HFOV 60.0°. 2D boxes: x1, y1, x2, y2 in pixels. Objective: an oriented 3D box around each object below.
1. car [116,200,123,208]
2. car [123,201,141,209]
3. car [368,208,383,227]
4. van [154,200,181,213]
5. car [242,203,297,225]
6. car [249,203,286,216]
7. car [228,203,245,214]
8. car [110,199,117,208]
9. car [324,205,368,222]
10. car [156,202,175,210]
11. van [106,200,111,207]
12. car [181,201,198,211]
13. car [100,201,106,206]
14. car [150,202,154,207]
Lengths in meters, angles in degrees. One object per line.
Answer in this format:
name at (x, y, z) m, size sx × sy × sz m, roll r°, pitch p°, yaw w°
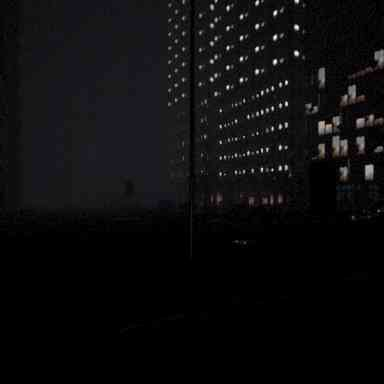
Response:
car at (-13.137, 2.596, 66.393) m, size 1.752 × 1.417 × 4.829 m, roll -1°, pitch -1°, yaw -26°
car at (-10.777, 2.519, 61.475) m, size 2.008 × 1.369 × 4.403 m, roll -1°, pitch -1°, yaw -26°
car at (14.842, 1.368, 21.660) m, size 2.150 × 2.045 × 5.566 m, roll 1°, pitch -2°, yaw -21°
van at (-3.482, 2.000, 46.266) m, size 1.690 × 1.788 × 3.998 m, roll -1°, pitch -1°, yaw -26°
car at (6.255, 1.809, 25.979) m, size 2.008 × 1.369 × 4.403 m, roll -1°, pitch -1°, yaw -26°
car at (8.944, 2.061, 39.746) m, size 1.947 × 1.339 × 4.313 m, roll -1°, pitch -1°, yaw -26°
car at (6.511, 2.161, 44.817) m, size 1.947 × 1.339 × 4.313 m, roll -1°, pitch -1°, yaw -26°
car at (-15.643, 2.725, 71.617) m, size 1.887 × 1.381 × 4.507 m, roll -1°, pitch -1°, yaw -26°
car at (13.810, 1.847, 29.604) m, size 2.008 × 1.369 × 4.403 m, roll -1°, pitch -1°, yaw -26°
car at (-5.059, 2.571, 62.738) m, size 1.895 × 1.301 × 4.718 m, roll 0°, pitch -1°, yaw -26°
van at (-18.079, 2.628, 76.689) m, size 1.690 × 1.788 × 3.998 m, roll -1°, pitch -1°, yaw -26°
car at (-0.717, 2.264, 53.797) m, size 1.882 × 1.535 × 5.008 m, roll 0°, pitch -1°, yaw -25°
car at (-22.941, 3.046, 86.828) m, size 1.887 × 1.381 × 4.507 m, roll -1°, pitch -1°, yaw -26°
car at (-8.087, 2.800, 75.241) m, size 1.802 × 1.307 × 4.206 m, roll -1°, pitch -1°, yaw -26°
